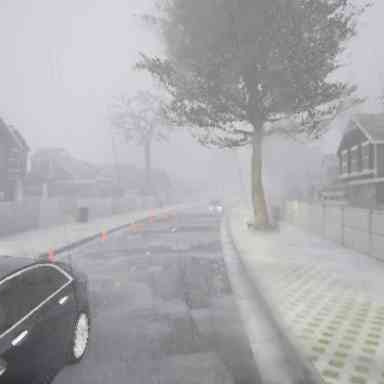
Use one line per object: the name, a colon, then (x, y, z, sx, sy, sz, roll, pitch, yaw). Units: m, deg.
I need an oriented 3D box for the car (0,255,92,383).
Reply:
car: (-2.384, 1.497, 3.005, 1.837, 1.490, 4.892, 0, 0, 1)

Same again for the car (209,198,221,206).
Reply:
car: (3.920, 1.649, 56.191, 1.895, 1.301, 4.718, 0, 0, 7)

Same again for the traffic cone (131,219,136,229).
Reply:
traffic cone: (-3.545, 1.940, 20.012, 0.340, 0.580, 0.340, 0, 0, 5)

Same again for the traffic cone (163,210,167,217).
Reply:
traffic cone: (-2.478, 1.949, 30.059, 0.340, 0.580, 0.340, 0, 0, 7)

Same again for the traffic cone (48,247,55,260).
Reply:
traffic cone: (-4.198, 1.940, 9.931, 0.340, 0.580, 0.340, 0, 0, 3)
